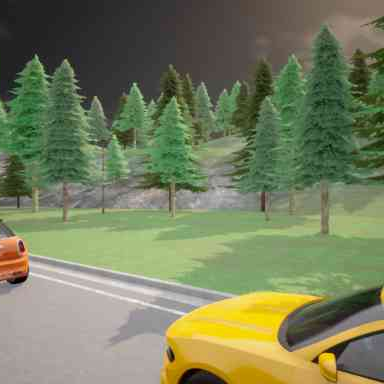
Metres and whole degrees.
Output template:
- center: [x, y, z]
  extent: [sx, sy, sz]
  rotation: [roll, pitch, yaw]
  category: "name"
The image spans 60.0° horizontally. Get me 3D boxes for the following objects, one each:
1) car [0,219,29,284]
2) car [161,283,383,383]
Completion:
- center: [-6.131, 1.355, 8.339]
  extent: [4.553, 1.767, 2.097]
  rotation: [0, 0, 35]
  category: "car"
- center: [1.994, 1.478, 2.568]
  extent: [5.008, 1.535, 1.882]
  rotation: [0, 0, 35]
  category: "car"
